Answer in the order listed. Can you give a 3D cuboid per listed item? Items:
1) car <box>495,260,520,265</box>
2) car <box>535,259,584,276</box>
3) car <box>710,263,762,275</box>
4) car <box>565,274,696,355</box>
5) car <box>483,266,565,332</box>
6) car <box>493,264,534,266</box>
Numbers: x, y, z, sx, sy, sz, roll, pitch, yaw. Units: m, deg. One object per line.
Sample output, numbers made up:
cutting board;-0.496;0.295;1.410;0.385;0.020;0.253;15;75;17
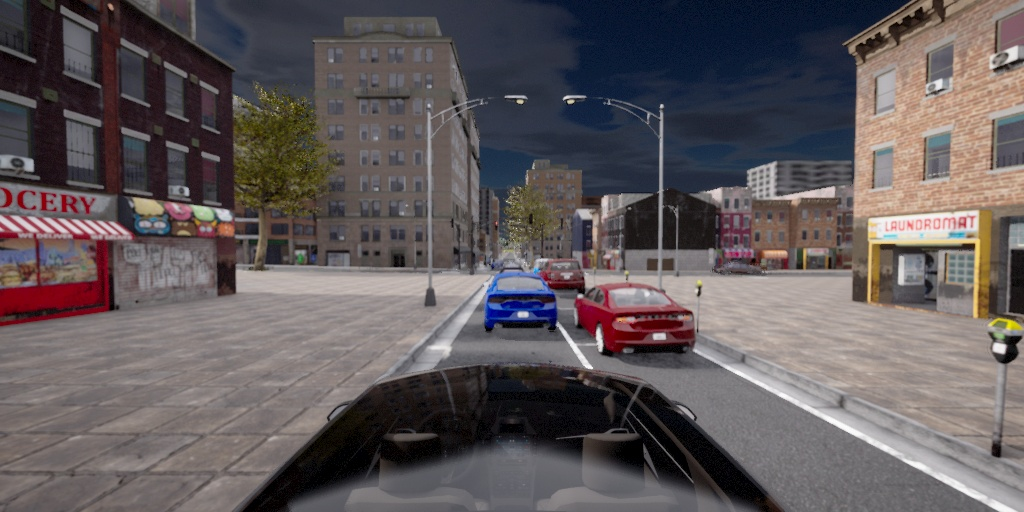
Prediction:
car;0.016;1.277;28.782;2.128;1.511;4.902;0;0;0
car;2.606;1.079;19.160;2.192;1.841;5.009;0;0;0
car;26.828;1.561;43.010;5.357;1.411;2.033;0;1;0
car;2.626;1.296;8.581;1.888;1.381;4.507;0;0;0
car;0.149;1.230;10.948;1.882;1.535;5.008;0;0;-3
car;0.060;1.330;19.714;1.994;1.385;4.181;0;0;-1
